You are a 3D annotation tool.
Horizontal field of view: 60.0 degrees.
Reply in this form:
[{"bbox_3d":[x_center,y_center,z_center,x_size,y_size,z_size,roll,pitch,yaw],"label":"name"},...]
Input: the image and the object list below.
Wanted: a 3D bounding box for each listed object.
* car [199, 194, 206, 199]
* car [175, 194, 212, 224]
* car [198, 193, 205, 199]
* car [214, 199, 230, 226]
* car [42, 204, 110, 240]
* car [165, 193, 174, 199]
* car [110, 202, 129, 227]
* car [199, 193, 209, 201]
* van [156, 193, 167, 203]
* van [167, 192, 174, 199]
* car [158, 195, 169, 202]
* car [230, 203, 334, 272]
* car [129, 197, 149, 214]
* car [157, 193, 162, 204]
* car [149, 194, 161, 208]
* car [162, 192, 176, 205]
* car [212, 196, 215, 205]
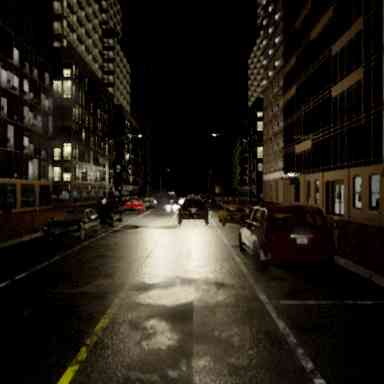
[{"bbox_3d":[2.663,1.146,84.504,1.802,1.307,4.206,0,0,0],"label":"car"},{"bbox_3d":[0.089,1.239,24.088,2.097,1.767,4.553,0,0,0],"label":"car"},{"bbox_3d":[2.661,1.055,90.365,1.752,1.417,4.829,0,0,0],"label":"car"},{"bbox_3d":[2.685,1.422,22.061,1.752,1.417,4.829,0,0,0],"label":"car"},{"bbox_3d":[-5.694,1.476,16.209,2.008,1.369,4.403,0,0,0],"label":"car"},{"bbox_3d":[-5.717,1.004,84.514,1.967,1.590,4.097,0,0,0],"label":"car"},{"bbox_3d":[-5.696,1.463,21.902,1.947,1.339,4.313,0,0,0],"label":"car"},{"bbox_3d":[2.668,1.068,73.119,1.967,1.590,4.097,0,0,0],"label":"car"},{"bbox_3d":[-5.709,1.032,61.746,1.690,1.788,3.998,0,0,0],"label":"van"},{"bbox_3d":[-5.718,0.872,90.206,1.690,1.788,3.998,0,0,0],"label":"van"},{"bbox_3d":[-5.712,1.242,67.439,1.802,1.307,4.206,0,0,0],"label":"car"},{"bbox_3d":[2.690,1.267,10.507,2.192,1.841,5.009,0,0,0],"label":"car"},{"bbox_3d":[-5.700,1.422,33.285,1.802,1.307,4.206,0,0,0],"label":"car"},{"bbox_3d":[-5.708,1.266,56.054,1.887,1.381,4.507,0,0,0],"label":"car"},{"bbox_3d":[-5.704,1.332,44.670,2.008,1.369,4.403,0,0,0],"label":"car"},{"bbox_3d":[-3.049,1.234,52.200,2.128,1.511,4.902,0,0,0],"label":"car"},{"bbox_3d":[2.675,1.317,50.353,1.947,1.339,4.313,0,0,0],"label":"car"}]
